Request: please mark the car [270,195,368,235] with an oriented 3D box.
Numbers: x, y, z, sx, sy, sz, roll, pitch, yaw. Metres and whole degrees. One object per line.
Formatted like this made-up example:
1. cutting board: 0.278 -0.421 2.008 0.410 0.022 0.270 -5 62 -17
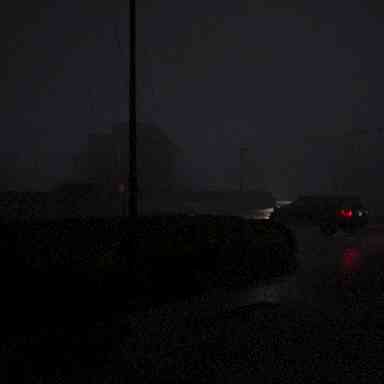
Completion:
1. car: 6.980 1.190 18.857 2.150 2.045 5.566 0 0 -32
